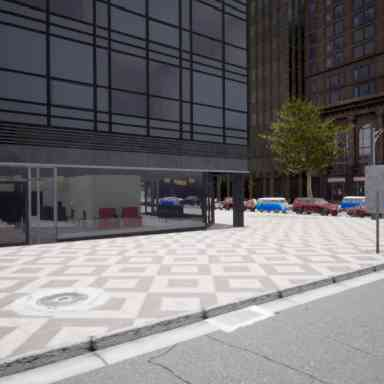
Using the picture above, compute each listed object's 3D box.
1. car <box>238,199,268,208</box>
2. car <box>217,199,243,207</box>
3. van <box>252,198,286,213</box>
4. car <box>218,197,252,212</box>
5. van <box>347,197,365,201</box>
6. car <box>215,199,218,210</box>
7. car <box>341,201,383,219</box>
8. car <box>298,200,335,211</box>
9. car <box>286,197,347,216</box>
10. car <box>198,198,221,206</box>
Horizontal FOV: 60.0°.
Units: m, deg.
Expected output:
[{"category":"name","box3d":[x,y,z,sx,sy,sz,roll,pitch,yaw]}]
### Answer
[{"category":"car","box3d":[9.731,1.804,53.393,1.752,1.417,4.829,-1,0,-35]},{"category":"car","box3d":[6.540,1.873,57.884,1.887,1.381,4.507,-1,0,-35]},{"category":"van","box3d":[9.458,1.600,39.050,1.690,1.788,3.998,-1,0,-35]},{"category":"car","box3d":[6.169,1.627,43.680,2.192,1.841,5.009,-1,0,-35]},{"category":"van","box3d":[19.692,1.457,39.364,1.690,1.788,3.998,-1,0,-35]},{"category":"car","box3d":[2.884,1.915,48.311,2.008,1.369,4.403,-1,0,-35]},{"category":"car","box3d":[16.043,1.728,29.790,1.802,1.307,4.206,-1,0,-35]},{"category":"car","box3d":[16.408,1.737,43.995,1.947,1.339,4.313,-1,0,-35]},{"category":"car","box3d":[12.747,1.518,34.419,2.192,1.841,5.009,-1,0,-35]},{"category":"car","box3d":[3.252,1.930,62.513,2.008,1.369,4.403,-1,0,-35]}]
